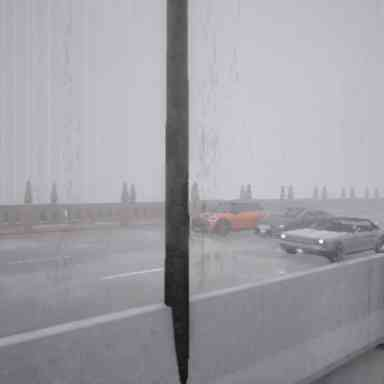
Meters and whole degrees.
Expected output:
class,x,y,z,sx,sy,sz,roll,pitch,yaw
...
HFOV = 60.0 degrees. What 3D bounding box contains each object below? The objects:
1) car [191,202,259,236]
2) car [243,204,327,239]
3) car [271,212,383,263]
class,x,y,z,sx,sy,sz,roll,pitch,yaw
car,2.131,1.348,18.403,4.553,1.767,2.097,0,0,-35
car,5.156,1.488,16.260,4.902,1.511,2.128,0,0,-35
car,5.296,1.598,12.063,4.718,1.301,1.895,0,0,-35
